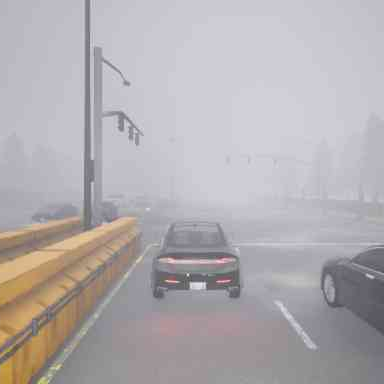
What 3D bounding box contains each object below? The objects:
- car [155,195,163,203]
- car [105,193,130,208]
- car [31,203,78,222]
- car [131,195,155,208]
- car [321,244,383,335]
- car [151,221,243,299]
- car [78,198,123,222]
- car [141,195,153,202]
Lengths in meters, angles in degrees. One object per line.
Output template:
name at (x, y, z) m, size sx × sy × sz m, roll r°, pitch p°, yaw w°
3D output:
car at (-7.067, 1.351, 67.701) m, size 2.097 × 1.767 × 4.553 m, roll 0°, pitch 0°, yaw 0°
car at (-10.630, 1.220, 46.155) m, size 2.150 × 2.045 × 5.566 m, roll 0°, pitch 0°, yaw 0°
car at (-10.621, 1.547, 26.238) m, size 2.033 × 1.411 × 5.357 m, roll 0°, pitch 0°, yaw 0°
car at (-7.128, 1.352, 49.052) m, size 2.097 × 1.767 × 4.553 m, roll 0°, pitch 0°, yaw 0°
car at (3.597, 1.505, 5.049) m, size 1.837 × 1.490 × 4.892 m, roll 0°, pitch 0°, yaw 0°
car at (0.078, 1.492, 8.463) m, size 2.128 × 1.511 × 4.902 m, roll 0°, pitch 0°, yaw -1°
car at (-7.121, 1.505, 26.333) m, size 1.837 × 1.490 × 4.892 m, roll 0°, pitch 0°, yaw 0°
car at (-10.558, 1.519, 78.304) m, size 2.128 × 1.511 × 4.902 m, roll 0°, pitch 0°, yaw 0°
